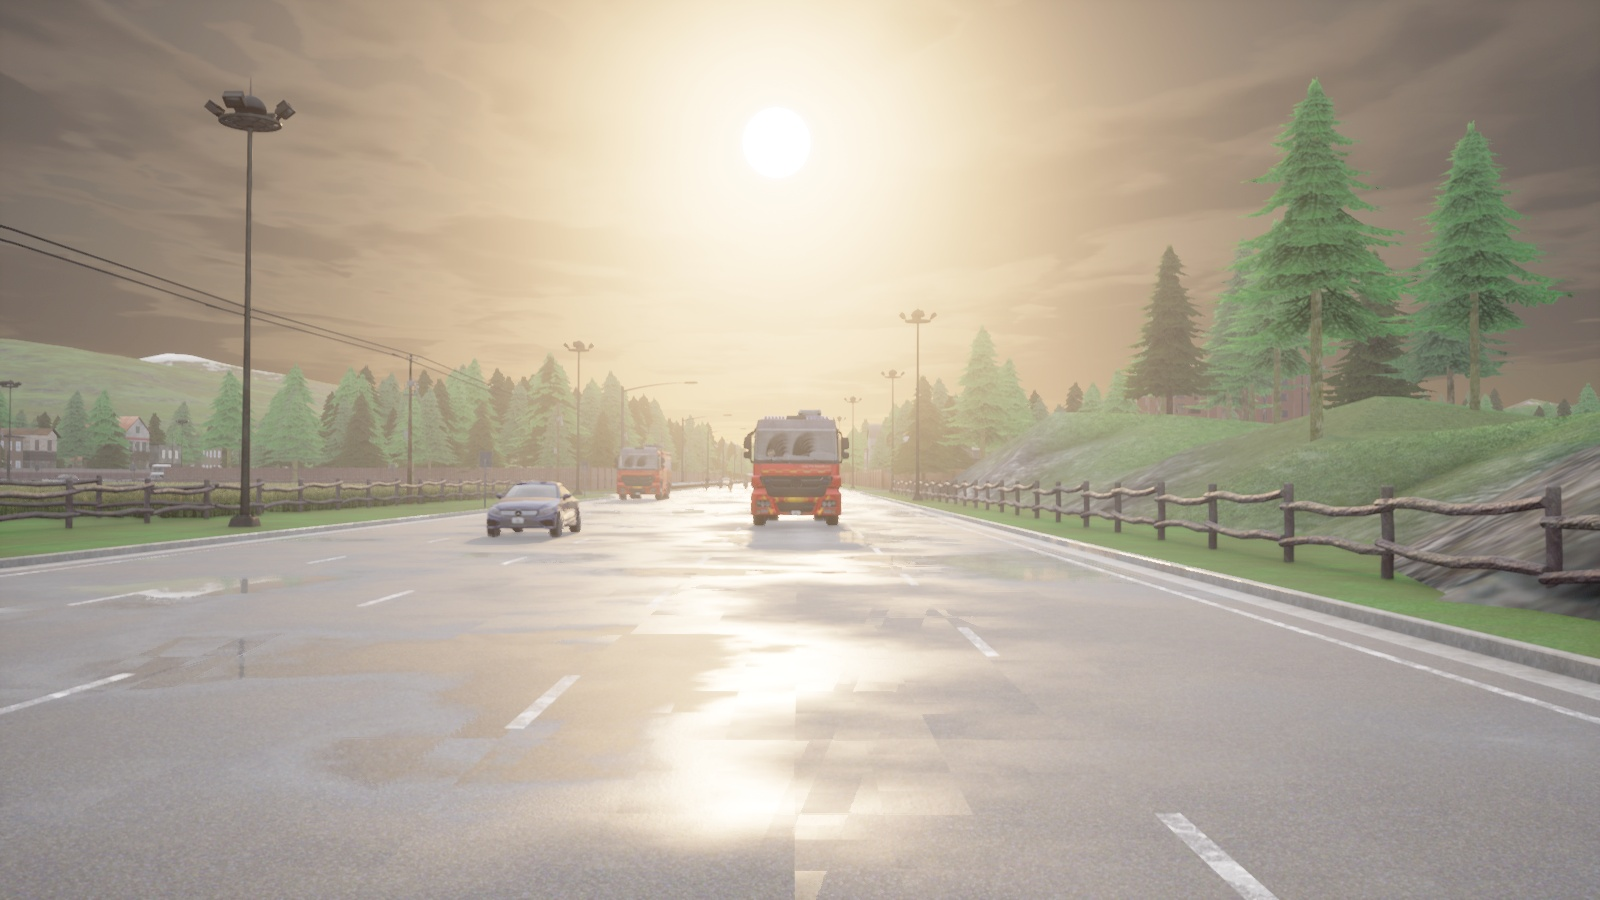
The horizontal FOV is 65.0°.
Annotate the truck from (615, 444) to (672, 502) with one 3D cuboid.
[{"bbox_3d":[-10.733,1.609,86.957,2.891,3.827,8.468,0,-1,0],"label":"truck"}]

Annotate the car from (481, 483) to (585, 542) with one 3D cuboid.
[{"bbox_3d":[-7.089,1.620,33.814,1.812,1.442,4.674,0,-1,0],"label":"car"}]

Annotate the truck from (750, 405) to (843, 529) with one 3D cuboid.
[{"bbox_3d":[-0.118,0.606,43.147,2.891,3.827,8.468,0,-1,0],"label":"truck"}]
